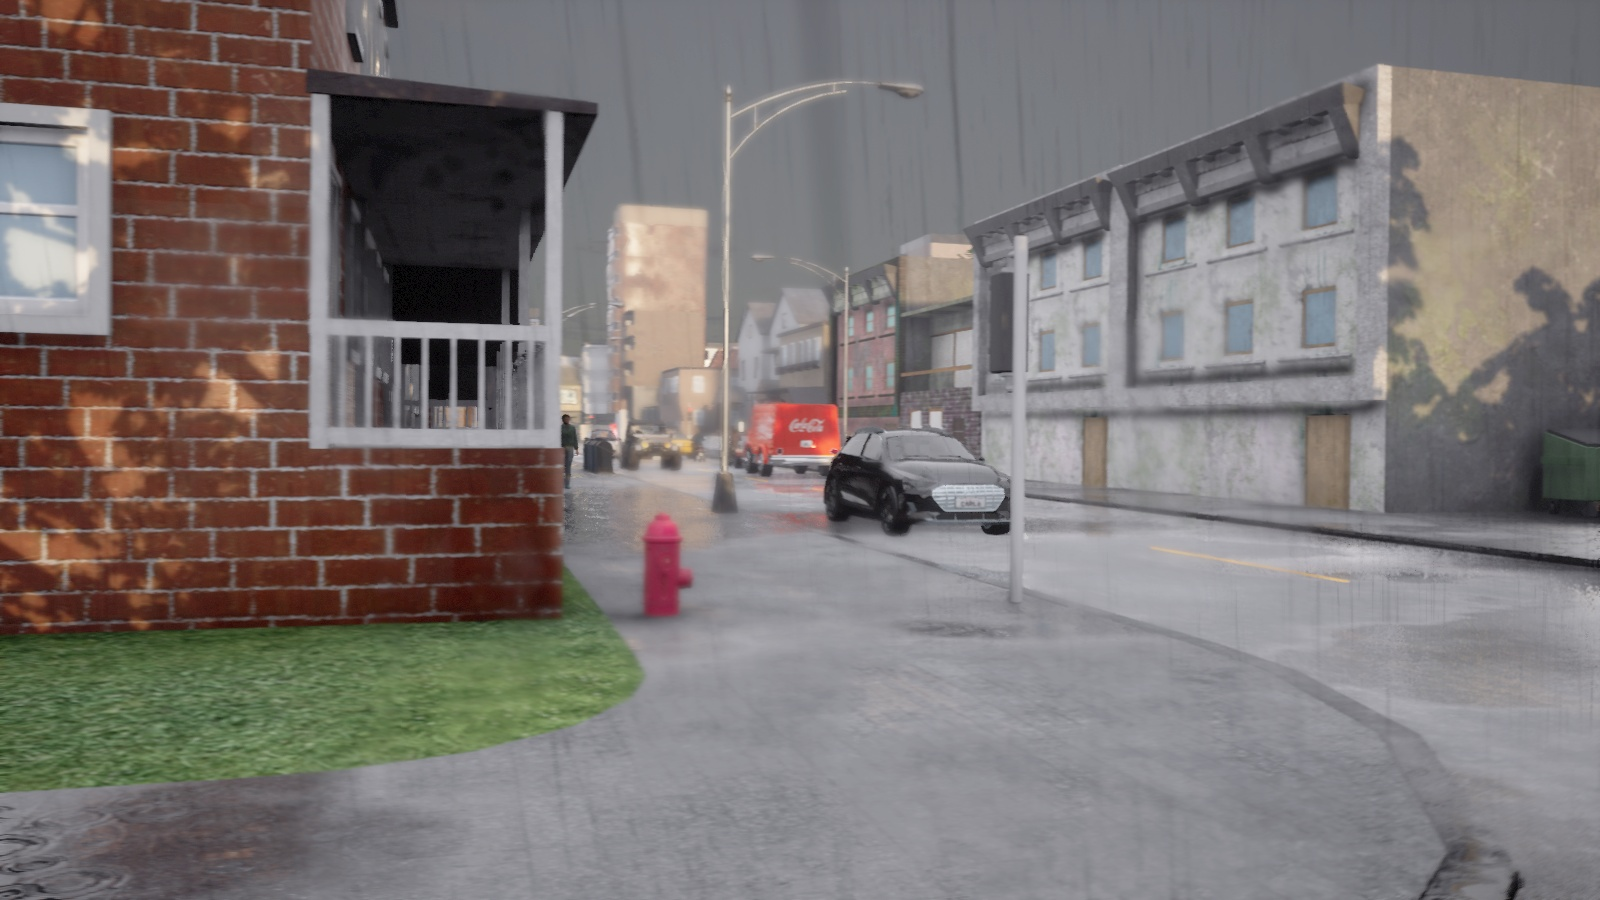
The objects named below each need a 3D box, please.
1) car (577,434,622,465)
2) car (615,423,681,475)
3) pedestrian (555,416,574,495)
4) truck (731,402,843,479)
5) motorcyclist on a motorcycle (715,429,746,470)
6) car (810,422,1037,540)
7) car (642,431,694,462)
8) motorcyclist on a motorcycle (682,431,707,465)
[{"bbox_3d":[-10.099,-0.037,63.041,1.845,1.501,3.633,-1,1,-16],"label":"car"},{"bbox_3d":[-5.798,-0.068,47.612,1.905,1.878,3.866,-1,1,-16],"label":"car"},{"bbox_3d":[-5.555,0.117,29.648,0.353,1.847,0.614,-1,1,-16],"label":"pedestrian"},{"bbox_3d":[-0.551,-0.349,43.673,2.627,2.467,5.204,-1,1,-16],"label":"truck"},{"bbox_3d":[-2.877,-0.013,52.032,0.766,1.649,2.350,-1,1,-16],"label":"motorcyclist on a motorcycle"},{"bbox_3d":[1.810,0.398,20.351,2.033,1.649,4.856,-1,1,-16],"label":"car"},{"bbox_3d":[-7.106,-0.209,67.227,1.801,1.575,5.366,-1,1,-16],"label":"car"},{"bbox_3d":[-5.018,-0.103,59.711,0.866,1.590,1.817,-1,1,-16],"label":"motorcyclist on a motorcycle"}]
